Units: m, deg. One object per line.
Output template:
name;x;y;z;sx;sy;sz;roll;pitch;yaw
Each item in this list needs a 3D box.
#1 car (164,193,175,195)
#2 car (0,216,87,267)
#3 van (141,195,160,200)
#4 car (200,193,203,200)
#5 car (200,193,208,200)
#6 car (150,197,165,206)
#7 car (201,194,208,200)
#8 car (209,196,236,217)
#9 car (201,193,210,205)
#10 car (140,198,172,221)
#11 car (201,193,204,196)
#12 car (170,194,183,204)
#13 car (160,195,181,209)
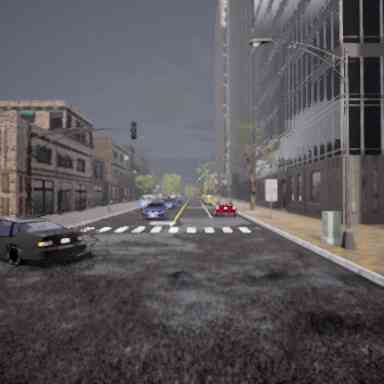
car;-5.274;1.214;69.043;2.192;1.841;5.009;1;0;0
car;-6.079;1.541;11.382;5.357;1.411;2.033;0;0;29
van;-5.432;1.283;41.372;1.690;1.788;3.998;1;0;0
car;3.134;1.423;74.520;1.887;1.381;4.507;1;0;0
car;3.231;1.168;91.124;2.192;1.841;5.009;1;0;0
car;-5.372;1.507;52.441;1.802;1.307;4.206;1;0;0
car;3.198;1.387;85.759;1.752;1.417;4.829;1;0;0
car;2.884;1.388;30.241;1.967;1.590;4.097;1;0;0
car;3.041;1.430;58.086;1.752;1.417;4.829;1;0;0
car;-2.936;1.487;27.305;1.812;1.442;4.674;0;1;0
car;3.073;1.421;63.620;1.752;1.417;4.829;1;0;0
car;-2.640;1.492;61.822;1.994;1.385;4.181;0;0;0
car;-2.834;1.461;43.056;1.812;1.442;4.674;0;0;0
